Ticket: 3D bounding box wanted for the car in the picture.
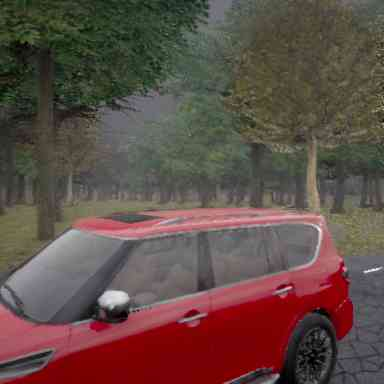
[{"bbox_3d":[-0.501,1.238,3.631,5.566,2.045,2.150,0,0,-35],"label":"car"}]
